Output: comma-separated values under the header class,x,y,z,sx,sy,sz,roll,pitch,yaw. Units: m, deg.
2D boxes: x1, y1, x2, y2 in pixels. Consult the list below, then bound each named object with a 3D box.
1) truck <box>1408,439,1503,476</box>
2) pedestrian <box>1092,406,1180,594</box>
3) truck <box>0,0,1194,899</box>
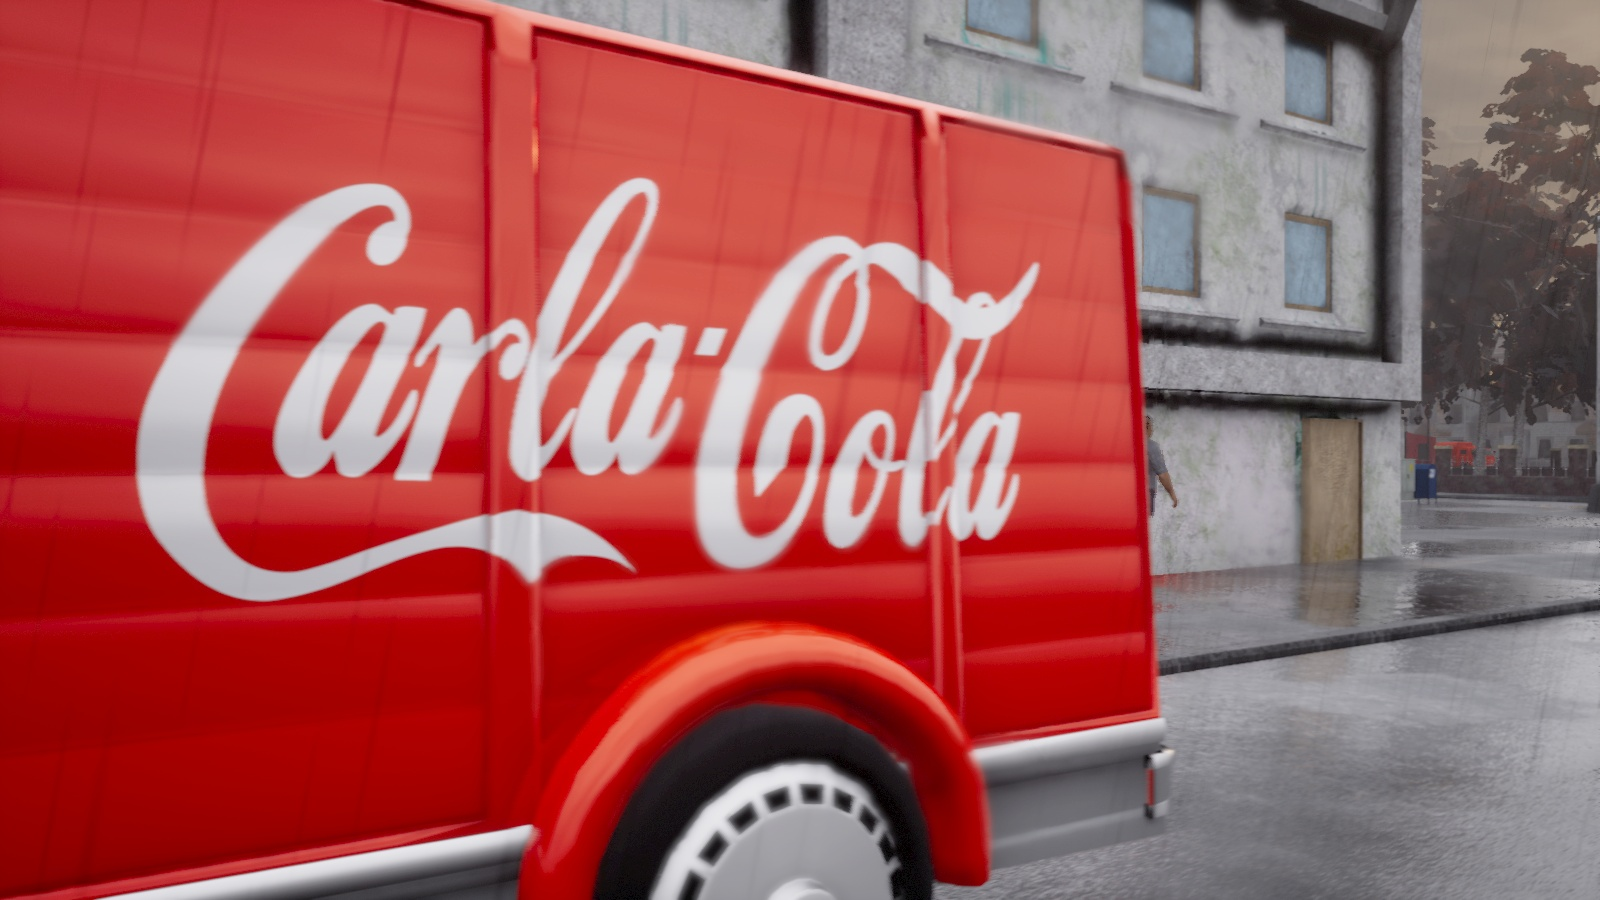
class,x,y,z,sx,sy,sz,roll,pitch,yaw
truck,45.327,0.492,86.985,2.627,2.467,5.204,0,0,-35
pedestrian,3.426,0.492,12.801,0.694,1.848,0.540,0,0,-36
truck,-1.818,0.269,3.004,5.204,2.467,2.627,0,0,-35
